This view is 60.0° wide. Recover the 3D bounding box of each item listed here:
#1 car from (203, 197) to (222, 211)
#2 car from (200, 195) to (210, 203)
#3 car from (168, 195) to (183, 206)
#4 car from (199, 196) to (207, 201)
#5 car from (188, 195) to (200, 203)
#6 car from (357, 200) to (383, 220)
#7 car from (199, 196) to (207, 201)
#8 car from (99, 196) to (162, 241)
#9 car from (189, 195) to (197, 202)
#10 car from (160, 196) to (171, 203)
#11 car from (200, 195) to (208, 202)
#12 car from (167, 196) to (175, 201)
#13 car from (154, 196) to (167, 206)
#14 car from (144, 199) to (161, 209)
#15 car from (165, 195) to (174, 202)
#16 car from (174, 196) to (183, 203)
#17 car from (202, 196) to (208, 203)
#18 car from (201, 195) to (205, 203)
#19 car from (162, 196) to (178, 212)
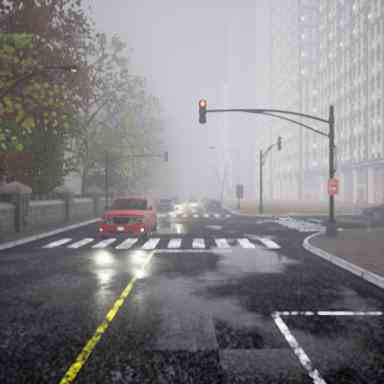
[{"bbox_3d":[2.799,1.610,41.667,1.947,1.339,4.313,0,0,0],"label":"car"},{"bbox_3d":[2.888,1.544,75.462,1.967,1.590,4.097,0,0,0],"label":"car"},{"bbox_3d":[-2.941,1.571,55.724,1.837,1.490,4.892,0,0,0],"label":"car"},{"bbox_3d":[2.931,1.694,92.358,2.008,1.369,4.403,0,0,0],"label":"car"},{"bbox_3d":[0.179,1.691,68.990,1.895,1.301,4.718,0,0,0],"label":"car"},{"bbox_3d":[14.872,1.276,24.848,4.674,1.442,1.812,-1,0,0],"label":"car"},{"bbox_3d":[2.917,1.681,86.726,2.008,1.369,4.403,0,0,0],"label":"car"},{"bbox_3d":[-3.062,1.236,17.182,2.150,2.045,5.566,0,0,1],"label":"car"},{"bbox_3d":[0.205,1.487,78.960,1.837,1.490,4.892,0,0,0],"label":"car"},{"bbox_3d":[-5.507,1.617,69.682,1.752,1.417,4.829,0,0,0],"label":"car"},{"bbox_3d":[2.903,1.557,81.094,1.967,1.590,4.097,0,0,0],"label":"car"},{"bbox_3d":[-5.464,1.675,86.748,1.887,1.381,4.507,0,0,0],"label":"car"},{"bbox_3d":[-5.536,1.511,58.587,1.967,1.590,4.097,0,0,0],"label":"car"},{"bbox_3d":[-5.566,1.634,47.321,1.802,1.307,4.206,0,0,0],"label":"car"},{"bbox_3d":[-5.477,1.557,81.115,1.967,1.590,4.097,0,0,0],"label":"car"},{"bbox_3d":[-2.815,1.584,71.276,1.812,1.442,4.674,0,0,0],"label":"car"},{"bbox_3d":[2.814,1.618,47.300,1.947,1.339,4.313,0,0,0],"label":"car"},{"bbox_3d":[2.829,1.627,52.932,1.947,1.339,4.313,0,0,0],"label":"car"},{"bbox_3d":[-2.997,1.544,39.033,1.837,1.490,4.892,0,0,0],"label":"car"}]
